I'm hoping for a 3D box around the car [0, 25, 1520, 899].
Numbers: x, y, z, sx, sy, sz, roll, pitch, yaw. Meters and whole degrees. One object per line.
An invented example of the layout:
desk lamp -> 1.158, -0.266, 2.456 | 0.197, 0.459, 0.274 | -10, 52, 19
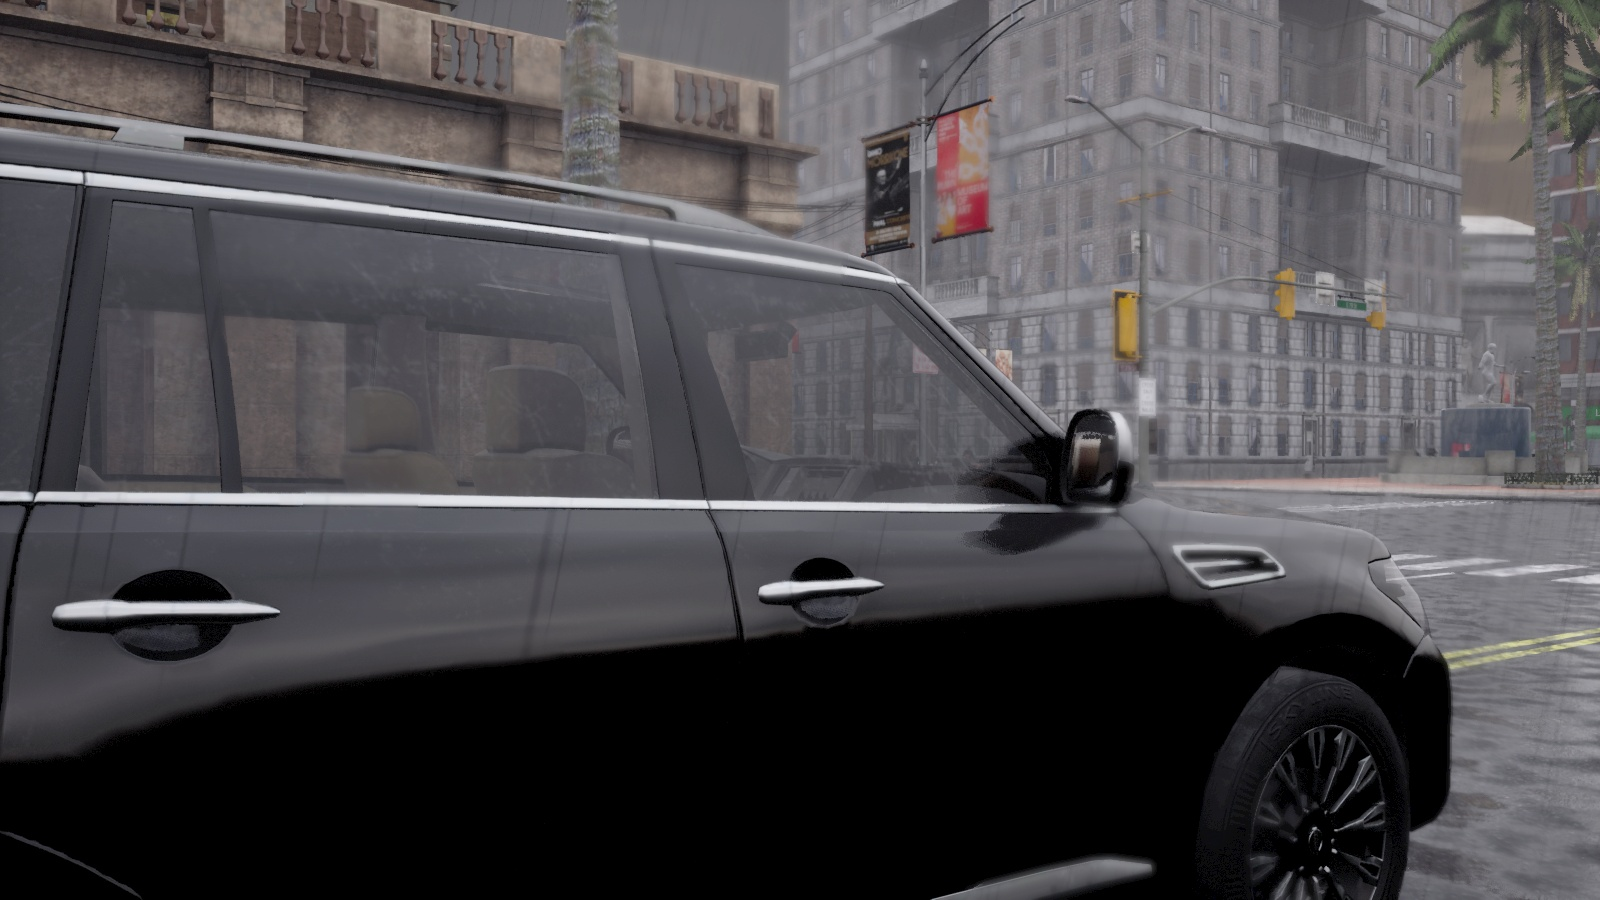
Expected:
car -> -0.661, 0.473, 3.201 | 5.566, 2.045, 2.150 | 0, 0, -35
